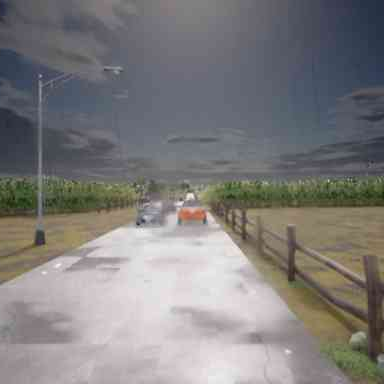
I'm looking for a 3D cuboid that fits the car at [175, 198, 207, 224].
[{"bbox_3d":[0.048,1.389,25.441,2.097,1.767,4.553,0,0,1],"label":"car"}]

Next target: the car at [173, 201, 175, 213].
[{"bbox_3d":[-2.757,1.685,37.486,1.895,1.301,4.718,0,0,0],"label":"car"}]

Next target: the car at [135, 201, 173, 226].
[{"bbox_3d":[-2.762,1.526,23.556,2.128,1.511,4.902,0,0,0],"label":"car"}]

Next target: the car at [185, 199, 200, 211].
[{"bbox_3d":[0.097,1.620,43.470,1.837,1.490,4.892,0,-1,0],"label":"car"}]
